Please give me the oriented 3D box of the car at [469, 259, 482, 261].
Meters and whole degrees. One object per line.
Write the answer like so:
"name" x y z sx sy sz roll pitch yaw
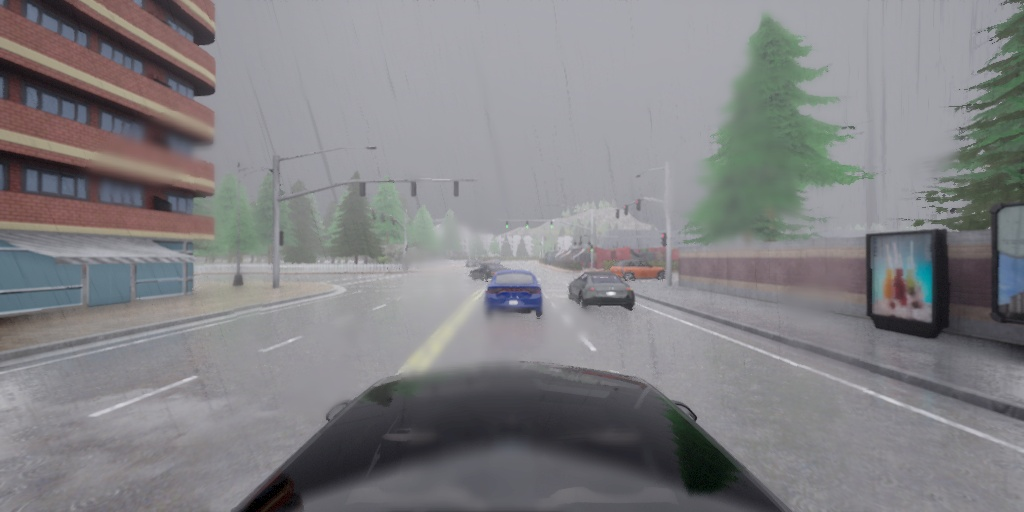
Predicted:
"car" -7.004 1.364 62.866 2.128 1.511 4.902 0 0 1

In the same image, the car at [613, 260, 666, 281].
"car" 10.122 1.117 28.553 4.553 1.767 2.097 -1 0 -16

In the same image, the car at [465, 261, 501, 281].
"car" -1.766 1.332 28.570 2.033 1.411 5.357 0 0 -23

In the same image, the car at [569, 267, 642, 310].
"car" 3.595 1.340 14.988 1.994 1.385 4.181 0 0 0

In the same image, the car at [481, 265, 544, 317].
"car" 0.087 1.250 13.232 1.882 1.535 5.008 0 0 0

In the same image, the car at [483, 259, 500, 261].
"car" -3.504 1.349 62.725 1.882 1.535 5.008 0 0 1
